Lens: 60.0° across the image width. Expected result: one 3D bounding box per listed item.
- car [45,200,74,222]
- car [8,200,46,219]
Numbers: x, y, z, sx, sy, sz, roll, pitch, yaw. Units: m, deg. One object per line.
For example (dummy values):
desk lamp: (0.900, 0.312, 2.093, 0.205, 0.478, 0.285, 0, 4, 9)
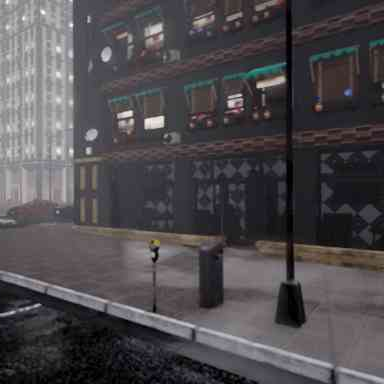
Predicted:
car: (-7.325, 1.289, 22.836, 1.947, 1.339, 4.313, 1, 1, 35)
car: (-12.084, 1.317, 26.154, 1.994, 1.385, 4.181, 0, 1, 35)
